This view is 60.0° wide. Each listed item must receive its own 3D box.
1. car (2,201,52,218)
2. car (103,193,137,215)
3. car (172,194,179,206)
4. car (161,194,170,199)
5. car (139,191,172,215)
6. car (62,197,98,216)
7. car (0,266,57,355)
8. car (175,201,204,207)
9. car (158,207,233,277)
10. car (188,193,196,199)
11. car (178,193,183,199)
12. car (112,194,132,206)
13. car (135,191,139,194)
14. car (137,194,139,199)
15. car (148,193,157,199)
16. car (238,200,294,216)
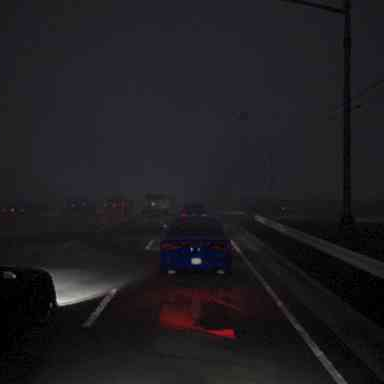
[{"bbox_3d":[-13.900,1.431,28.334,2.033,1.411,5.357,0,0,0],"label":"car"},{"bbox_3d":[-6.900,1.222,31.636,2.097,1.767,4.553,0,0,0],"label":"car"},{"bbox_3d":[-3.402,1.355,50.918,1.994,1.385,4.181,0,0,0],"label":"car"},{"bbox_3d":[-7.001,1.180,89.127,1.994,1.385,4.181,0,0,0],"label":"car"},{"bbox_3d":[-3.400,1.090,31.996,2.150,2.045,5.566,0,0,0],"label":"car"},{"bbox_3d":[-10.400,1.223,31.290,2.097,1.767,4.553,0,0,0],"label":"car"},{"bbox_3d":[-3.400,1.546,4.253,1.994,1.385,4.181,0,0,0],"label":"car"},{"bbox_3d":[0.103,1.452,23.203,2.033,1.411,5.357,0,0,-1],"label":"car"},{"bbox_3d":[0.099,1.436,10.165,1.882,1.535,5.008,0,0,0],"label":"car"},{"bbox_3d":[-0.001,1.224,89.191,1.895,1.301,4.718,0,0,0],"label":"car"},{"bbox_3d":[-3.501,1.143,89.299,1.812,1.442,4.674,0,0,0],"label":"car"},{"bbox_3d":[-10.402,1.148,49.678,2.097,1.767,4.553,0,0,0],"label":"car"},{"bbox_3d":[-14.001,0.844,88.772,2.150,2.045,5.566,0,0,0],"label":"car"},{"bbox_3d":[-6.915,1.316,51.096,1.812,1.442,4.674,0,0,0],"label":"car"},{"bbox_3d":[-10.501,1.119,88.744,1.837,1.490,4.892,0,0,0],"label":"car"},{"bbox_3d":[6.843,1.420,31.132,2.033,1.411,5.357,0,0,-39],"label":"car"}]
